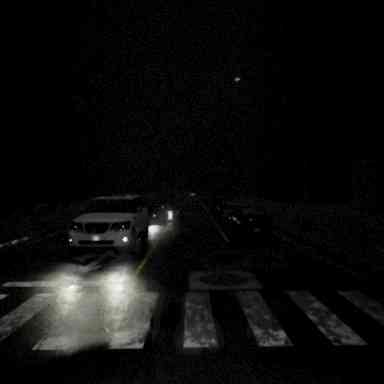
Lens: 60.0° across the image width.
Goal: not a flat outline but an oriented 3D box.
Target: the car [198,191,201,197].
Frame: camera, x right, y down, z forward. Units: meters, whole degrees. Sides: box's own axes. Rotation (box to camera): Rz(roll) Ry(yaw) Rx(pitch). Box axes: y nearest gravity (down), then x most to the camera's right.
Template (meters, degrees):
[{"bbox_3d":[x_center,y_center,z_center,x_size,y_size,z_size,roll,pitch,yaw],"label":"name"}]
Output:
[{"bbox_3d":[2.903,0.911,71.541,1.967,1.590,4.097,-1,0,0],"label":"car"}]

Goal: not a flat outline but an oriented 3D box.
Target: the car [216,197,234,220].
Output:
[{"bbox_3d":[2.797,1.315,22.094,1.752,1.417,4.829,-1,0,0],"label":"car"}]

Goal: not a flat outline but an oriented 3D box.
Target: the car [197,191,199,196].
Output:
[{"bbox_3d":[2.913,0.751,77.053,2.192,1.841,5.009,-1,0,0],"label":"car"}]

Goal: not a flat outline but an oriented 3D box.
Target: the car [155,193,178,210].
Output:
[{"bbox_3d":[-2.995,1.255,37.591,1.837,1.490,4.892,-1,1,1],"label":"car"}]

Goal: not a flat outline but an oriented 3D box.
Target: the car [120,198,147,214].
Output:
[{"bbox_3d":[-5.704,1.375,32.966,1.947,1.339,4.313,-1,0,0],"label":"car"}]

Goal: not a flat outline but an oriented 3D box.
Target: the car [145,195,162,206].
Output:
[{"bbox_3d":[-5.668,1.247,49.504,1.887,1.381,4.507,-1,0,0],"label":"car"}]

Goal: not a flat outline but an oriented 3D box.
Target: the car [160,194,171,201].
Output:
[{"bbox_3d":[-5.621,1.127,71.554,1.947,1.339,4.313,-1,0,0],"label":"car"}]

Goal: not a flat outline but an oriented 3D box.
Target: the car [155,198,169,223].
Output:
[{"bbox_3d":[-3.052,1.387,23.905,2.033,1.411,5.357,-1,0,0],"label":"car"}]

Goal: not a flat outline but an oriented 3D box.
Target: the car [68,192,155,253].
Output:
[{"bbox_3d":[-3.086,1.129,13.560,2.150,2.045,5.566,-1,0,1],"label":"car"}]

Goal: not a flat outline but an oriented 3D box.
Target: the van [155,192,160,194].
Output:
[{"bbox_3d":[-5.682,1.079,43.990,1.690,1.788,3.998,-1,0,0],"label":"van"}]

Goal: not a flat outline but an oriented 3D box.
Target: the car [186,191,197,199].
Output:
[{"bbox_3d":[0.156,1.047,78.496,1.895,1.301,4.718,-1,0,0],"label":"car"}]

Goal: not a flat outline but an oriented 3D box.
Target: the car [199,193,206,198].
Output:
[{"bbox_3d":[2.951,0.899,93.593,1.947,1.339,4.313,-1,0,0],"label":"car"}]

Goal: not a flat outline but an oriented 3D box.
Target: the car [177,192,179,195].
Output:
[{"bbox_3d":[-5.574,0.974,93.604,2.008,1.369,4.403,-1,0,0],"label":"car"}]

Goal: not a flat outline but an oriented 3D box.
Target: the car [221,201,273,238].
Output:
[{"bbox_3d":[2.785,1.378,16.412,2.008,1.369,4.403,-1,0,0],"label":"car"}]

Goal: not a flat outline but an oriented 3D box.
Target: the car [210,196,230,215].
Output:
[{"bbox_3d":[2.809,1.306,27.438,2.008,1.369,4.403,-1,0,0],"label":"car"}]

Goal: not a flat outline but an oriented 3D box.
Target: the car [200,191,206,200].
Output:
[{"bbox_3d":[2.867,1.017,55.002,1.967,1.590,4.097,-1,0,0],"label":"car"}]

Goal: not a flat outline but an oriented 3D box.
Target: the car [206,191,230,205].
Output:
[{"bbox_3d":[2.819,1.034,32.949,2.192,1.841,5.009,-1,0,0],"label":"car"}]

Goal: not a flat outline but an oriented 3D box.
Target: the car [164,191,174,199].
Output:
[{"bbox_3d":[-5.599,0.807,82.577,2.192,1.841,5.009,-1,0,0],"label":"car"}]

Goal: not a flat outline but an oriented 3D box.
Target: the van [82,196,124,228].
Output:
[{"bbox_3d":[-5.729,1.222,21.940,1.690,1.788,3.998,-1,0,0],"label":"van"}]

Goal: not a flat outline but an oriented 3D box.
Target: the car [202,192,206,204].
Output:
[{"bbox_3d":[2.856,1.136,49.660,1.752,1.417,4.829,-1,0,0],"label":"car"}]
